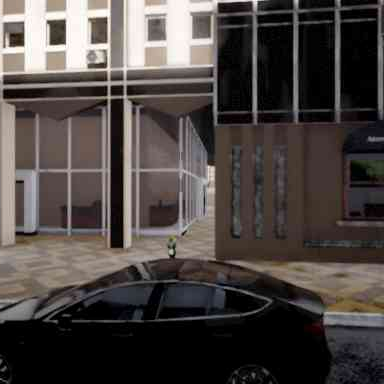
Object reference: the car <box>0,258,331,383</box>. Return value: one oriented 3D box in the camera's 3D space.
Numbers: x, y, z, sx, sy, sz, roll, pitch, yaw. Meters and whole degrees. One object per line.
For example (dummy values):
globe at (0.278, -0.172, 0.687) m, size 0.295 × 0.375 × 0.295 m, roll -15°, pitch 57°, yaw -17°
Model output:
car at (-0.568, 1.562, 4.167) m, size 4.313 × 1.339 × 1.947 m, roll 0°, pitch 0°, yaw 6°
